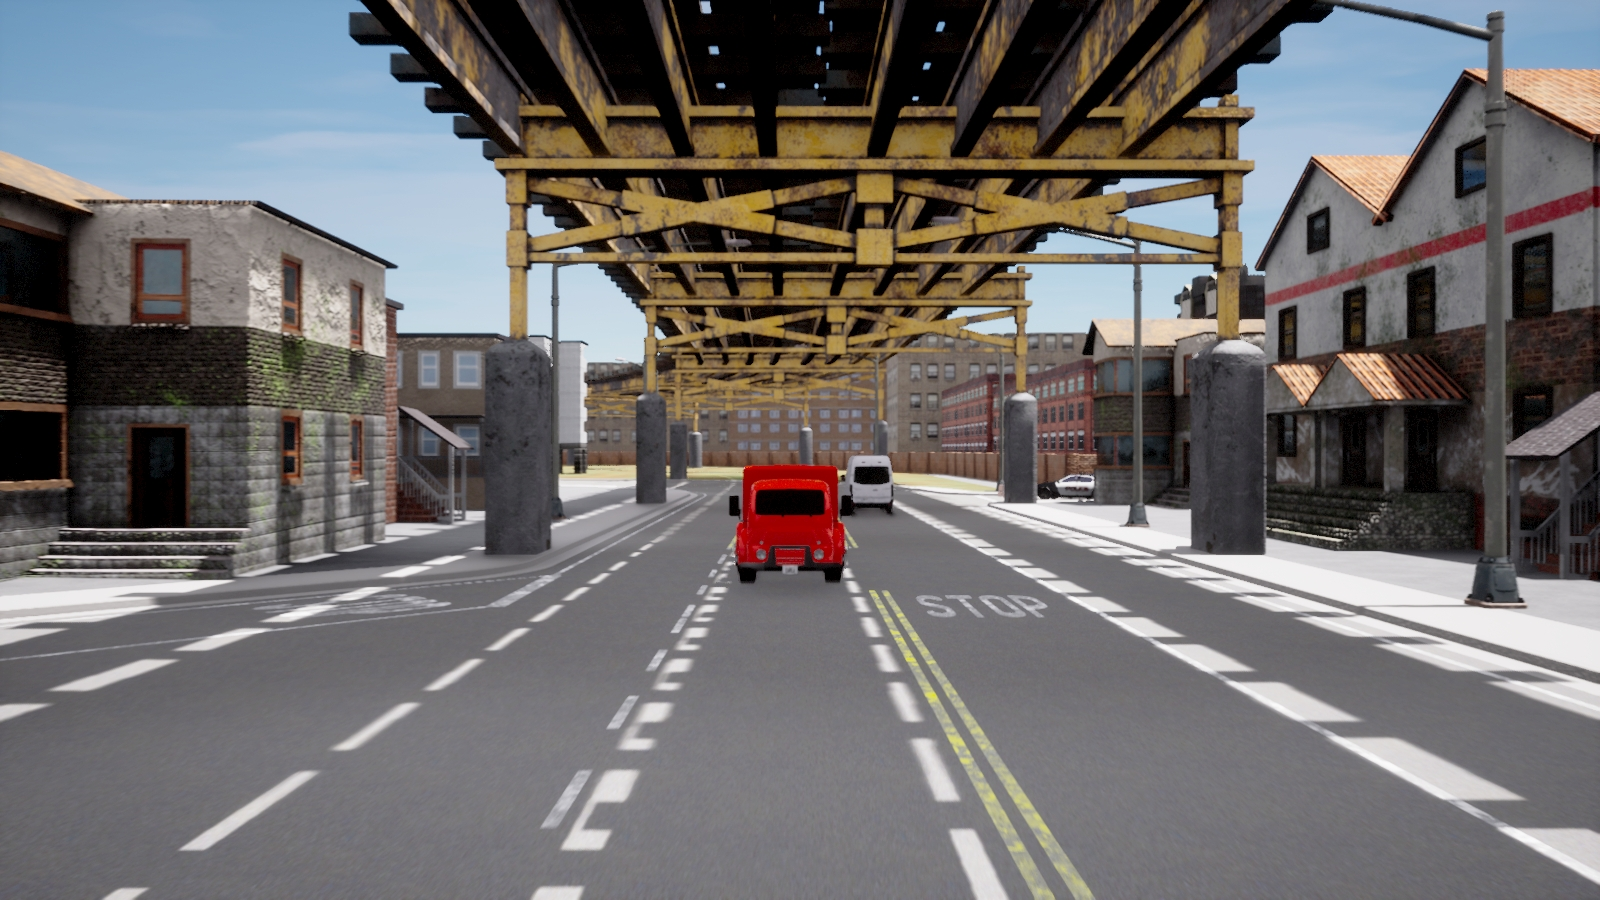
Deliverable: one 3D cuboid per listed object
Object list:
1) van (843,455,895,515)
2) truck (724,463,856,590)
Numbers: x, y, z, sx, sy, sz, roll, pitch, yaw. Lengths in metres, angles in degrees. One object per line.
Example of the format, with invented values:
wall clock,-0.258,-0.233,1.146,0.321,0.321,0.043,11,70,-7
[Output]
van,3.118,1.535,52.632,1.988,2.561,5.915,0,0,0
truck,-0.215,1.566,25.509,2.627,2.467,5.204,0,0,0
